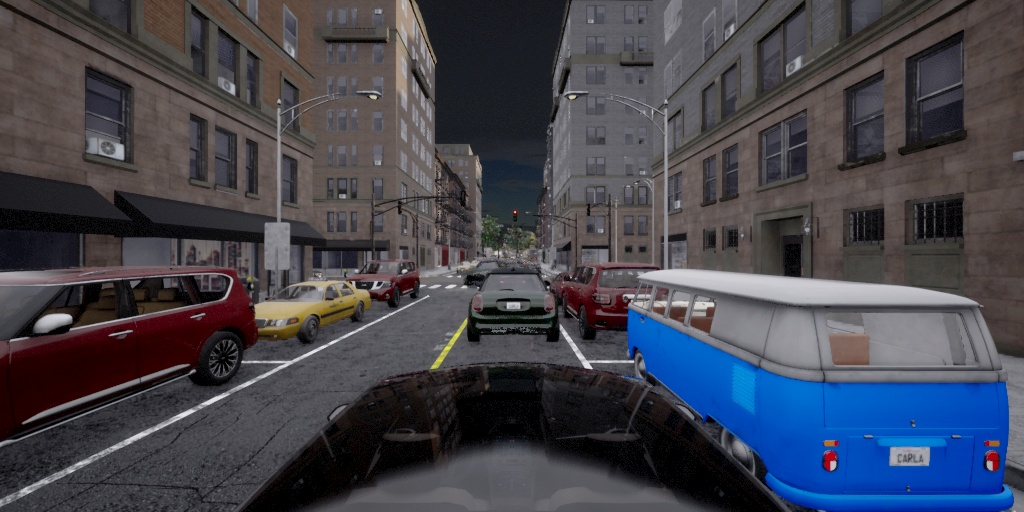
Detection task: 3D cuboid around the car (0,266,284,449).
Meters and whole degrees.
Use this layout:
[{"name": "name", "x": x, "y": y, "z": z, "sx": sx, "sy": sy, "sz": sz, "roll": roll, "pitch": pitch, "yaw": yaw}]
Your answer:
[{"name": "car", "x": -5.403, "y": 1.065, "z": 4.212, "sx": 2.192, "sy": 1.841, "sz": 5.009, "roll": 0, "pitch": 0, "yaw": 0}]

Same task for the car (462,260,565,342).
[{"name": "car", "x": 0.017, "y": 1.102, "z": 9.940, "sx": 2.097, "sy": 1.767, "sz": 4.553, "roll": 0, "pitch": 0, "yaw": 0}]

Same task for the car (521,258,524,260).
[{"name": "car", "x": 2.541, "y": 1.294, "z": 48.074, "sx": 1.888, "sy": 1.381, "sz": 4.507, "roll": 0, "pitch": 0, "yaw": 0}]

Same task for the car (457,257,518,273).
[{"name": "car", "x": -1.530, "y": 1.098, "z": 24.116, "sx": 2.097, "sy": 1.767, "sz": 4.553, "roll": 0, "pitch": 0, "yaw": 19}]

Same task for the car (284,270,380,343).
[{"name": "car", "x": -5.416, "y": 1.275, "z": 9.719, "sx": 1.751, "sy": 1.417, "sz": 4.829, "roll": 0, "pitch": 0, "yaw": 0}]

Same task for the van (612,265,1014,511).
[{"name": "van", "x": 2.633, "y": 1.091, "z": 4.226, "sx": 1.690, "sy": 1.789, "sz": 3.998, "roll": 0, "pitch": 0, "yaw": 0}]

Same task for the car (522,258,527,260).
[{"name": "car", "x": 2.552, "y": 1.299, "z": 42.593, "sx": 2.007, "sy": 1.370, "sz": 4.403, "roll": 0, "pitch": 0, "yaw": 0}]

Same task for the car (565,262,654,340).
[{"name": "car", "x": 2.621, "y": 1.065, "z": 9.905, "sx": 2.192, "sy": 1.841, "sz": 5.009, "roll": 0, "pitch": 0, "yaw": 0}]

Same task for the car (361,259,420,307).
[{"name": "car", "x": -5.429, "y": 1.064, "z": 15.568, "sx": 2.192, "sy": 1.841, "sz": 5.009, "roll": 0, "pitch": 0, "yaw": 0}]
